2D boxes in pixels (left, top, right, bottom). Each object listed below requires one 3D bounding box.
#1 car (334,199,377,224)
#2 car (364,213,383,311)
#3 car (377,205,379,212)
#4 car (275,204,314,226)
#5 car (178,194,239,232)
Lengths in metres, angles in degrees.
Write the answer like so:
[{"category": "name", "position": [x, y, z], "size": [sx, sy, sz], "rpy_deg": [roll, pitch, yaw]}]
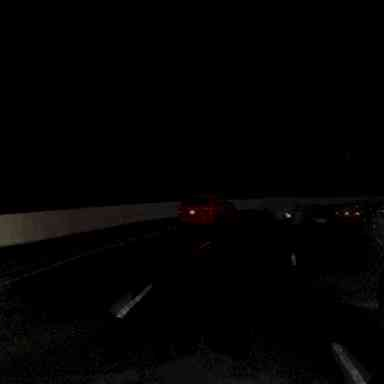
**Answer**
[{"category": "car", "position": [11.963, 1.503, 24.556], "size": [2.033, 1.411, 5.357], "rpy_deg": [0, 0, 36]}, {"category": "car", "position": [4.160, 1.355, 3.983], "size": [2.097, 1.767, 4.553], "rpy_deg": [0, 0, 6]}, {"category": "car", "position": [18.981, 1.503, 36.745], "size": [4.181, 1.385, 1.994], "rpy_deg": [0, 0, -43]}, {"category": "car", "position": [7.292, 1.502, 23.425], "size": [1.994, 1.385, 4.181], "rpy_deg": [0, 0, 30]}, {"category": "car", "position": [1.102, 1.144, 19.846], "size": [2.150, 2.045, 5.566], "rpy_deg": [0, 0, 24]}]
